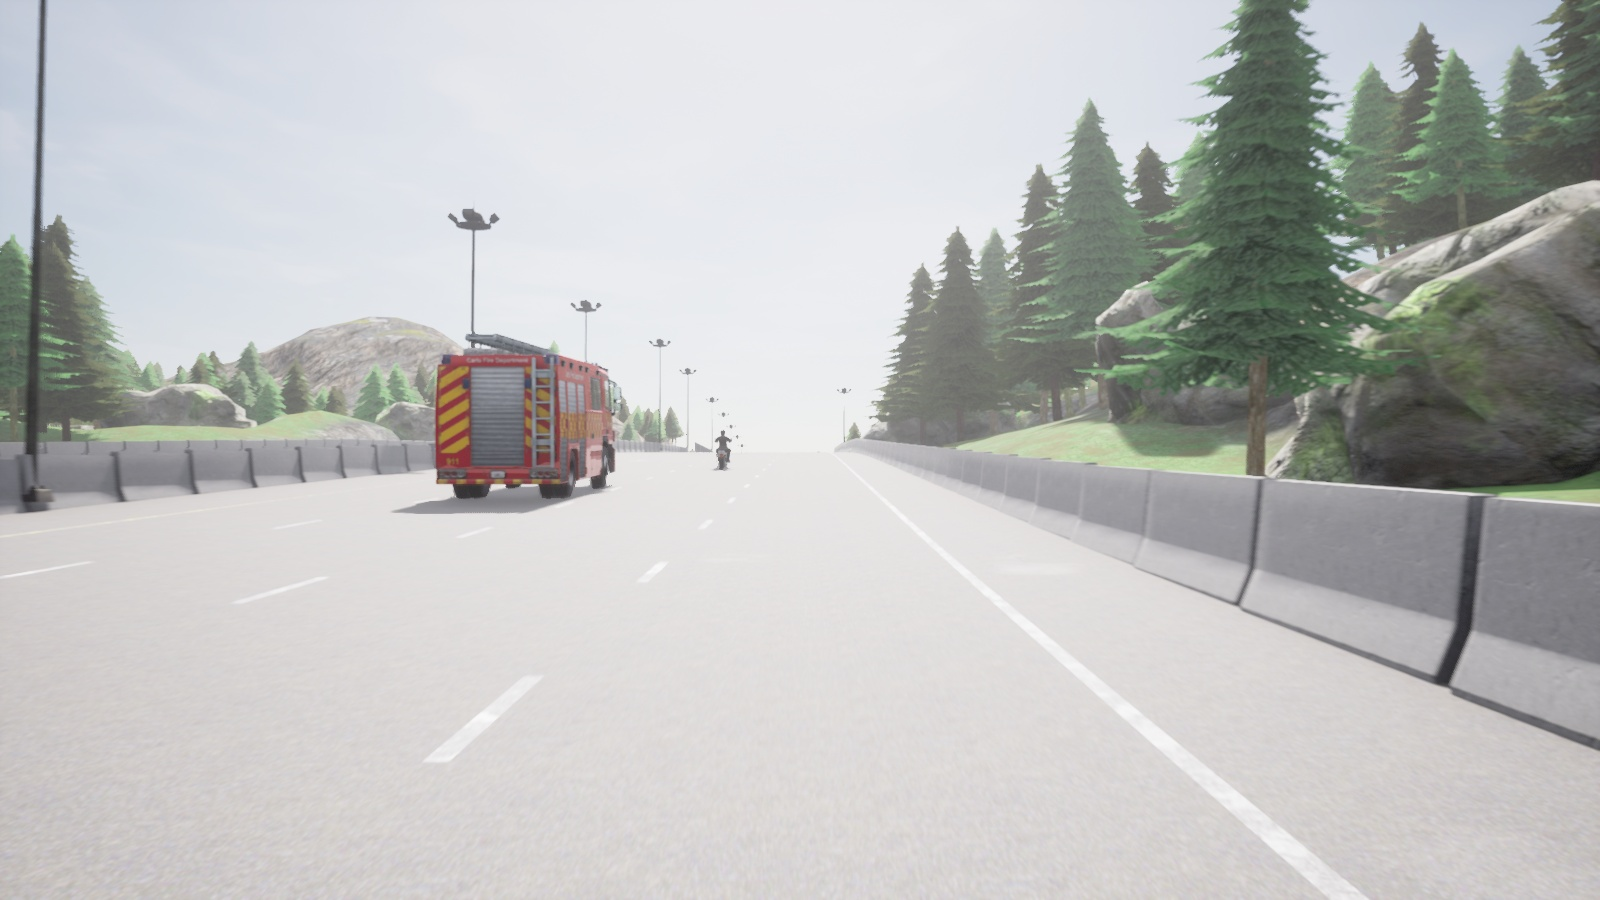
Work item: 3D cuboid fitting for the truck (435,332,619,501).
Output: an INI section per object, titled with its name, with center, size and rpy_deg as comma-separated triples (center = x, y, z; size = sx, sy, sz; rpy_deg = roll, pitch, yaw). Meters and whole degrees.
[truck]
center = -6.798, -0.825, 32.672
size = 2.891, 3.827, 8.468
rpy_deg = 0, 1, 0

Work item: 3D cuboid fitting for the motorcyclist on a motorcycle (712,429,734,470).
[motorcyclist on a motorcycle]
center = -3.187, -0.029, 52.236
size = 0.766, 1.649, 2.350
rpy_deg = 0, 1, 0
